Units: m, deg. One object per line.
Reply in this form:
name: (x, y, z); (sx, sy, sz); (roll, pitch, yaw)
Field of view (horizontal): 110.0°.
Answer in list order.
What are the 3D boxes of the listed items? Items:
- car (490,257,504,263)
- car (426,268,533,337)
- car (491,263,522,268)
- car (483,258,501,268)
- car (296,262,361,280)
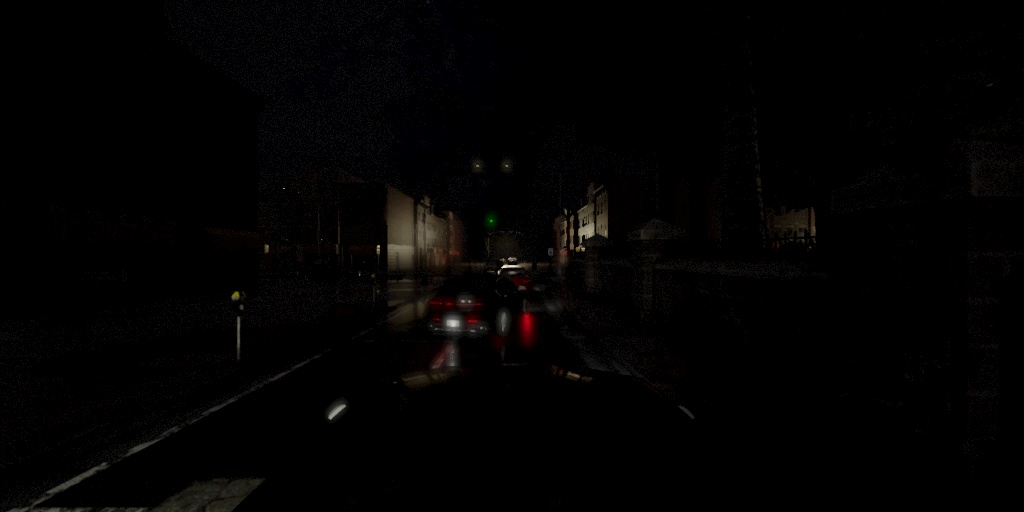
car: (-2.585, 1.092, 49.566); (2.192, 1.841, 5.009); (0, 0, 0)
car: (-0.781, 1.258, 10.385); (1.837, 1.490, 4.892); (0, 0, 13)
car: (0.074, 1.282, 18.372); (1.812, 1.442, 4.674); (0, 0, 1)
car: (-2.591, 1.299, 43.944); (1.751, 1.417, 4.829); (0, 0, 0)
car: (-14.964, 1.273, 29.434); (4.902, 1.511, 2.128); (0, 0, 0)
